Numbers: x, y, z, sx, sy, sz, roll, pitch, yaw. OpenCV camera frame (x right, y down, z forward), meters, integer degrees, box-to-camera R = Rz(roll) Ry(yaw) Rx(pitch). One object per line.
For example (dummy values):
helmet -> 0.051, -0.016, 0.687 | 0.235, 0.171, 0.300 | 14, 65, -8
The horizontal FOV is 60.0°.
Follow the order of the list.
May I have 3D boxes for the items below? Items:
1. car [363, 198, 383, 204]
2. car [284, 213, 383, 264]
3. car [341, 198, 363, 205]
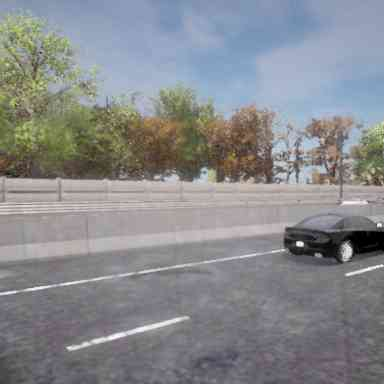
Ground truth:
car -> 24.894, 1.538, 43.216 | 4.902, 1.511, 2.128 | 0, 0, -35
car -> 5.440, 1.481, 11.955 | 5.008, 1.535, 1.882 | 0, 0, -35
car -> 22.382, 1.570, 45.722 | 4.674, 1.442, 1.812 | 0, 0, -35
